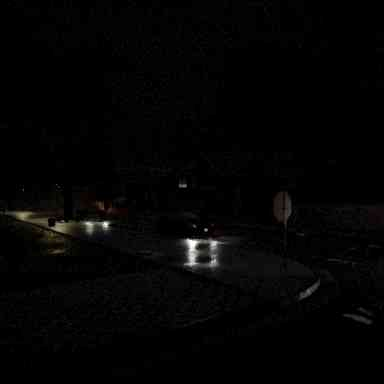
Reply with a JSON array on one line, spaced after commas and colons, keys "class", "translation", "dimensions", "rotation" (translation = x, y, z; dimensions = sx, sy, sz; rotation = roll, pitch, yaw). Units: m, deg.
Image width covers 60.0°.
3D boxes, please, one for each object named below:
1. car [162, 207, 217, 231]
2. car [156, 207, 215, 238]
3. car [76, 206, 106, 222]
[{"class": "car", "translation": [-0.332, 1.892, 24.725], "dimensions": [1.882, 1.535, 5.008], "rotation": [1, -2, -30]}, {"class": "car", "translation": [-0.566, 1.872, 20.271], "dimensions": [1.812, 1.442, 4.674], "rotation": [0, -1, -35]}, {"class": "car", "translation": [-10.516, 2.163, 34.465], "dimensions": [1.882, 1.535, 5.008], "rotation": [0, -1, -35]}]
